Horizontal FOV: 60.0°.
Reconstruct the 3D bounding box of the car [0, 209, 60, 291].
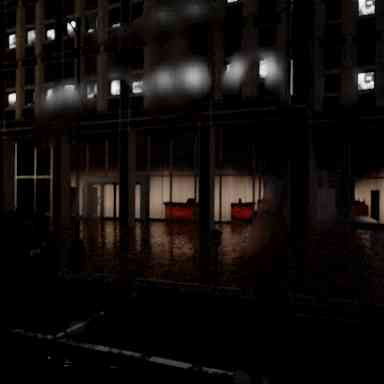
[{"bbox_3d":[-5.435,1.322,7.689,5.009,1.841,2.192,0,0,21],"label":"car"}]
